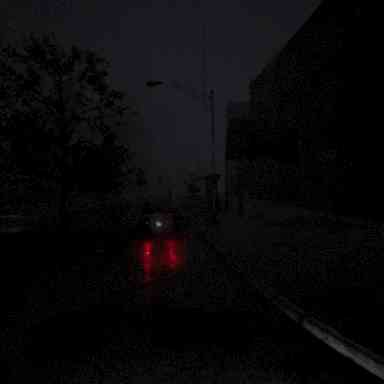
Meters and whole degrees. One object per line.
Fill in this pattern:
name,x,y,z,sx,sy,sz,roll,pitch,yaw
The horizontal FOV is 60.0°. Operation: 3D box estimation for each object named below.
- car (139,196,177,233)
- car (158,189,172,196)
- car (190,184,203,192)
car,-1.841,1.241,17.998,2.128,1.511,4.902,-1,2,-7
car,-3.827,0.261,47.287,2.033,1.411,5.357,-1,2,0
car,0.607,-0.617,76.323,2.097,1.535,5.008,-1,1,5
